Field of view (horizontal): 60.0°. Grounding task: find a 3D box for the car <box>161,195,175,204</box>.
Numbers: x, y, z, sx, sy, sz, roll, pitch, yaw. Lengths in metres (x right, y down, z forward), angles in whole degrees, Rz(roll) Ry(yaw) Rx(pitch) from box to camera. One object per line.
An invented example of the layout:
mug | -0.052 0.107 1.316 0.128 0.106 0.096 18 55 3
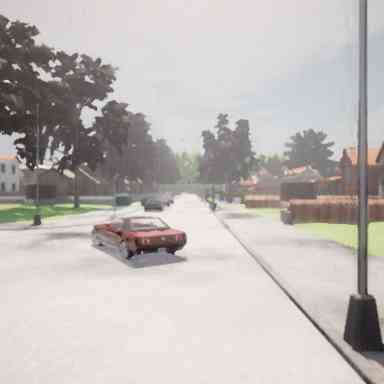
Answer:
car | -4.003 1.274 56.965 2.033 1.411 5.357 0 0 0

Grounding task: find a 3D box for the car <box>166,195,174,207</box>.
car | -4.068 1.340 46.604 1.994 1.385 4.181 0 0 0

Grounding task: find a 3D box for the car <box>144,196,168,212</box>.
car | -4.098 1.425 36.613 1.895 1.301 4.718 0 0 0

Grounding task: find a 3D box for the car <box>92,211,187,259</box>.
car | -2.203 1.540 12.437 1.895 1.301 4.718 0 0 -34
